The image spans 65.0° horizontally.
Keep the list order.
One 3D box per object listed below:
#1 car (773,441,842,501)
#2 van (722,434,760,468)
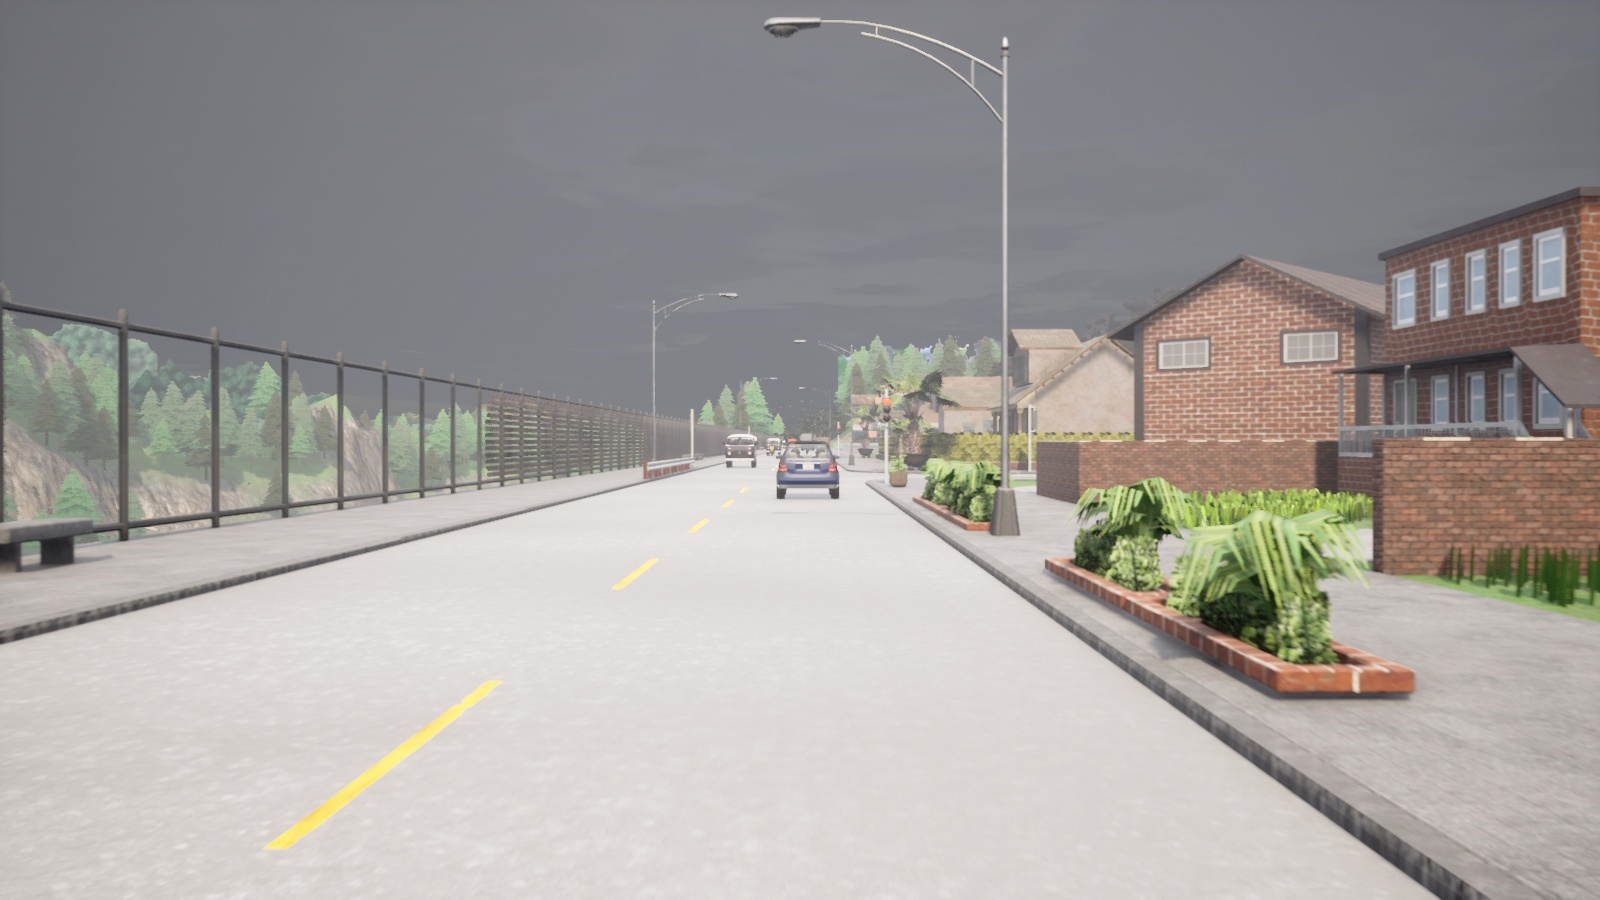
[{"bbox_3d":[0.211,0.532,34.330,1.789,1.549,3.705,0,0,0],"label":"car"},{"bbox_3d":[-3.550,0.038,76.043,2.069,2.038,4.480,0,0,0],"label":"van"}]
